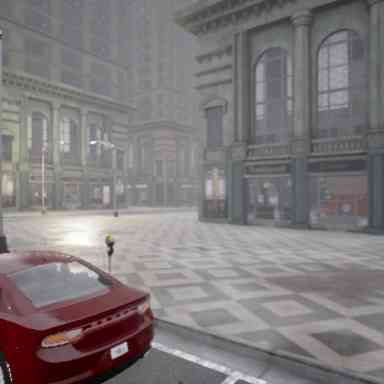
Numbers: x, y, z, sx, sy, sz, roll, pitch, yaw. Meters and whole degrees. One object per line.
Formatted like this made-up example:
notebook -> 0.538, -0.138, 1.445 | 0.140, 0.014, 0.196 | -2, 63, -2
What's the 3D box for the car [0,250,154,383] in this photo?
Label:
car -> -2.585, 1.537, 4.824 | 4.507, 1.381, 1.887 | 0, 0, 35
